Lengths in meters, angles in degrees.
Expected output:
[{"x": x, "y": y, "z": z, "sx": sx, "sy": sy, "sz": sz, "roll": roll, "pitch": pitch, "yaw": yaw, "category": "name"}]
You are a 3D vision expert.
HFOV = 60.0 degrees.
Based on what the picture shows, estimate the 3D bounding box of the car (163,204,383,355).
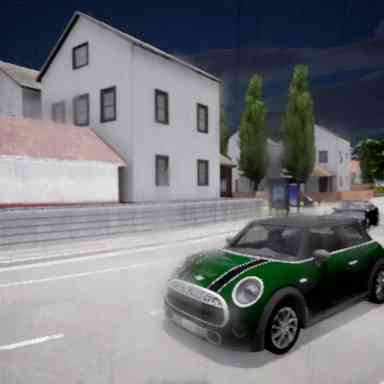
[{"x": 1.698, "y": 1.267, "z": 6.111, "sx": 4.553, "sy": 1.767, "sz": 2.097, "roll": -1, "pitch": 1, "yaw": -38, "category": "car"}]

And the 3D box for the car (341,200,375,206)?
[{"x": 8.978, "y": 1.219, "z": 18.292, "sx": 2.128, "sy": 1.511, "sz": 4.902, "roll": 0, "pitch": 1, "yaw": 38, "category": "car"}]
